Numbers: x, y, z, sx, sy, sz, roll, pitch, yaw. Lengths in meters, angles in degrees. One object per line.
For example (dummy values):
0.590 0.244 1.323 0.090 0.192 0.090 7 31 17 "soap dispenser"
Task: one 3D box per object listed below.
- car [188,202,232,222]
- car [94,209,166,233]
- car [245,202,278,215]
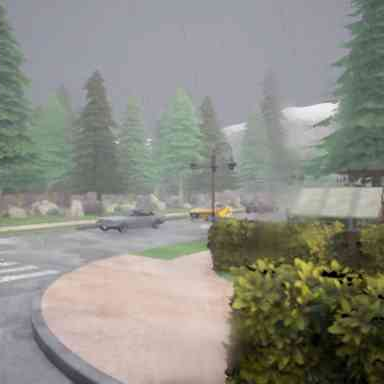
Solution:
1.639 1.657 28.962 1.882 1.535 5.008 0 0 36 "car"
-3.864 1.780 21.358 1.895 1.301 4.718 0 0 36 "car"
7.735 1.780 36.945 1.895 1.301 4.718 0 0 39 "car"
